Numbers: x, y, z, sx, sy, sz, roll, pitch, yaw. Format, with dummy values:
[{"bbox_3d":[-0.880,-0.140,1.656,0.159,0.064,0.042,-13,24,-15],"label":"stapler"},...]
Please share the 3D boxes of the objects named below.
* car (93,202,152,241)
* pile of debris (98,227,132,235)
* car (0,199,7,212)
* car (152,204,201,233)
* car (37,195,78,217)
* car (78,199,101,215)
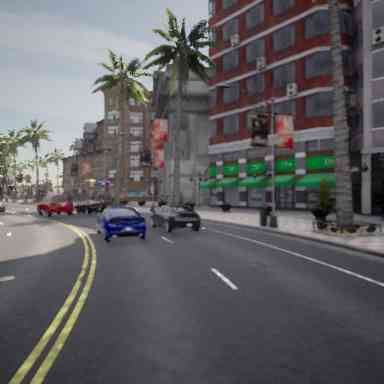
[{"bbox_3d":[-3.713,1.486,16.991,1.882,1.535,5.008,0,0,-21],"label":"car"},{"bbox_3d":[-4.383,2.188,18.831,1.500,0.140,1.860,-1,0,-25],"label":"pile of debris"},{"bbox_3d":[-23.412,1.500,39.337,2.097,1.767,4.553,-1,0,-38],"label":"car"},{"bbox_3d":[-1.103,1.488,19.623,1.837,1.490,4.892,0,0,-24],"label":"car"},{"bbox_3d":[-13.315,1.293,32.301,2.150,2.045,5.566,-1,0,-38],"label":"car"},{"bbox_3d":[-10.429,1.522,34.224,1.882,1.535,5.008,-1,0,-37],"label":"car"}]
